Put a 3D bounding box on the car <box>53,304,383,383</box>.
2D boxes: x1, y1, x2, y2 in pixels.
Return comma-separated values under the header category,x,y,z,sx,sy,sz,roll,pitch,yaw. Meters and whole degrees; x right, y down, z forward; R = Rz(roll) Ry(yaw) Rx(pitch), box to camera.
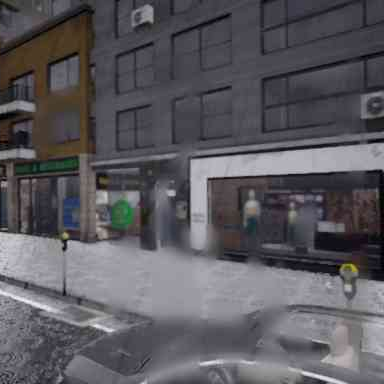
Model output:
category,x,y,z,sx,sy,sz,roll,pitch,yaw
car,0.762,1.554,2.320,4.403,1.369,2.008,0,-1,36
